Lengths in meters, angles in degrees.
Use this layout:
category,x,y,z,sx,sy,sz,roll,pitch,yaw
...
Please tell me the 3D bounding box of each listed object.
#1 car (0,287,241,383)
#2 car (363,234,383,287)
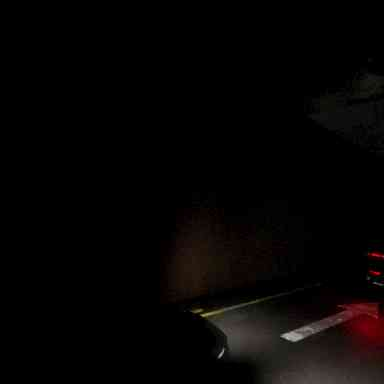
category,x,y,z,sx,sy,sz,roll,pitch,yaw
car,-1.733,1.526,2.574,4.674,1.442,1.812,0,0,-35
car,6.044,1.506,8.073,4.892,1.490,1.837,0,0,-36
